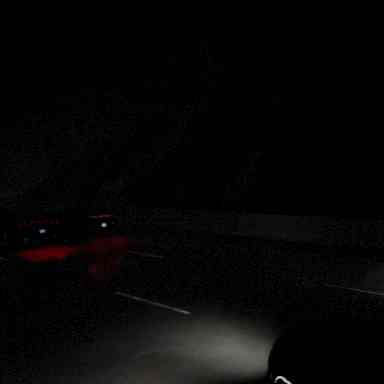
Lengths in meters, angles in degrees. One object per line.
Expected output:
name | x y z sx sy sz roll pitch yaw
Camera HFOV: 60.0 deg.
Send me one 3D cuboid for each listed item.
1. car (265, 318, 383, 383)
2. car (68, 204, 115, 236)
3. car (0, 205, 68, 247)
car | 2.774 1.538 2.056 4.674 1.442 1.812 0 0 35
car | -6.186 1.403 17.988 4.902 1.511 2.128 0 0 40
car | -7.815 1.389 14.774 5.008 1.535 1.882 0 0 40
